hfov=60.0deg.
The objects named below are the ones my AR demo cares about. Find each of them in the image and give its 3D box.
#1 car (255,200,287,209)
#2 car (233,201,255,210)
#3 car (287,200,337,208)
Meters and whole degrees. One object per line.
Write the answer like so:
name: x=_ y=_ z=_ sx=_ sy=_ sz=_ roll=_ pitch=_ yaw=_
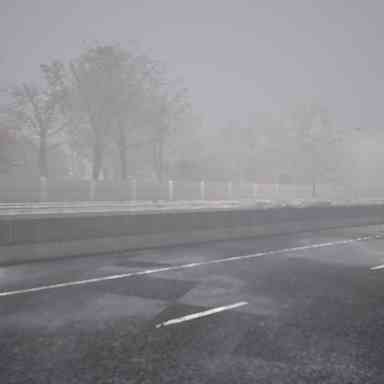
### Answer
car: x=8.674 y=1.503 z=31.527 sx=4.902 sy=1.511 sz=2.128 roll=0 pitch=0 yaw=-35
car: x=6.644 y=1.682 z=34.378 sx=5.357 sy=1.411 sz=2.033 roll=0 pitch=0 yaw=-35
car: x=10.704 y=1.477 z=28.675 sx=4.892 sy=1.490 sz=1.837 roll=0 pitch=0 yaw=-35
